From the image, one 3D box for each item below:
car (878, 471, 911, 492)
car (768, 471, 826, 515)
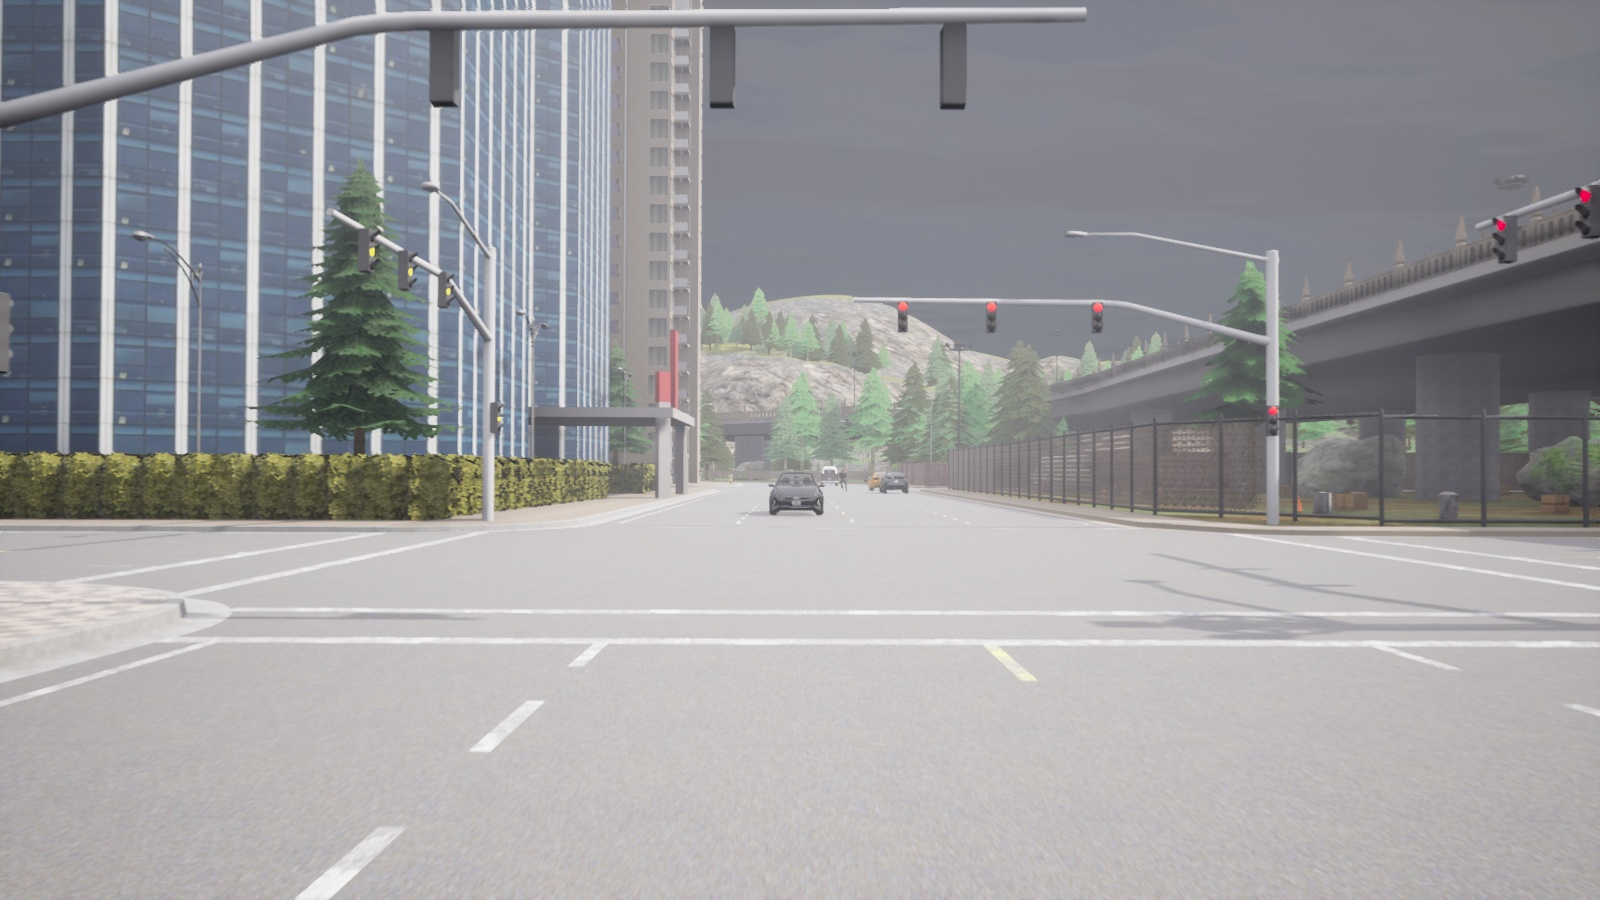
[{"bbox_3d":[6.774,2.249,90.457,2.007,1.525,4.514,0,-1,0],"label":"car"},{"bbox_3d":[-0.114,1.530,45.853,2.007,1.525,4.514,0,-1,0],"label":"car"}]
